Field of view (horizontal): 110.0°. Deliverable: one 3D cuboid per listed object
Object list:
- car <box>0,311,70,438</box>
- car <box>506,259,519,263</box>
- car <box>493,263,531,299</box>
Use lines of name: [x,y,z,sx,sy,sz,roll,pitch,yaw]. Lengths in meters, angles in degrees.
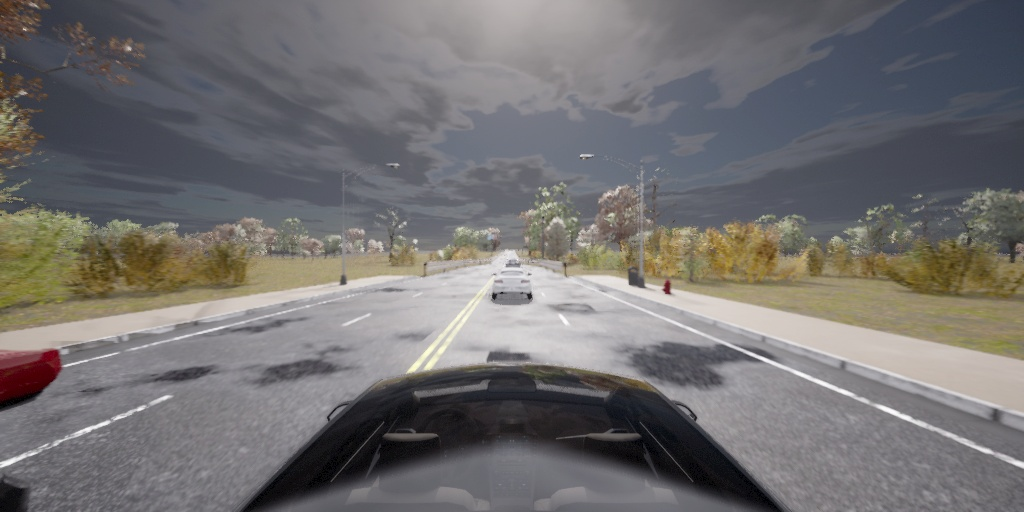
car: [-6.587,1.350,2.215,1.895,1.301,4.718,0,0,0]
car: [0.106,1.264,42.671,2.128,1.511,4.902,0,0,0]
car: [0.000,1.285,18.215,1.812,1.442,4.674,0,0,0]
